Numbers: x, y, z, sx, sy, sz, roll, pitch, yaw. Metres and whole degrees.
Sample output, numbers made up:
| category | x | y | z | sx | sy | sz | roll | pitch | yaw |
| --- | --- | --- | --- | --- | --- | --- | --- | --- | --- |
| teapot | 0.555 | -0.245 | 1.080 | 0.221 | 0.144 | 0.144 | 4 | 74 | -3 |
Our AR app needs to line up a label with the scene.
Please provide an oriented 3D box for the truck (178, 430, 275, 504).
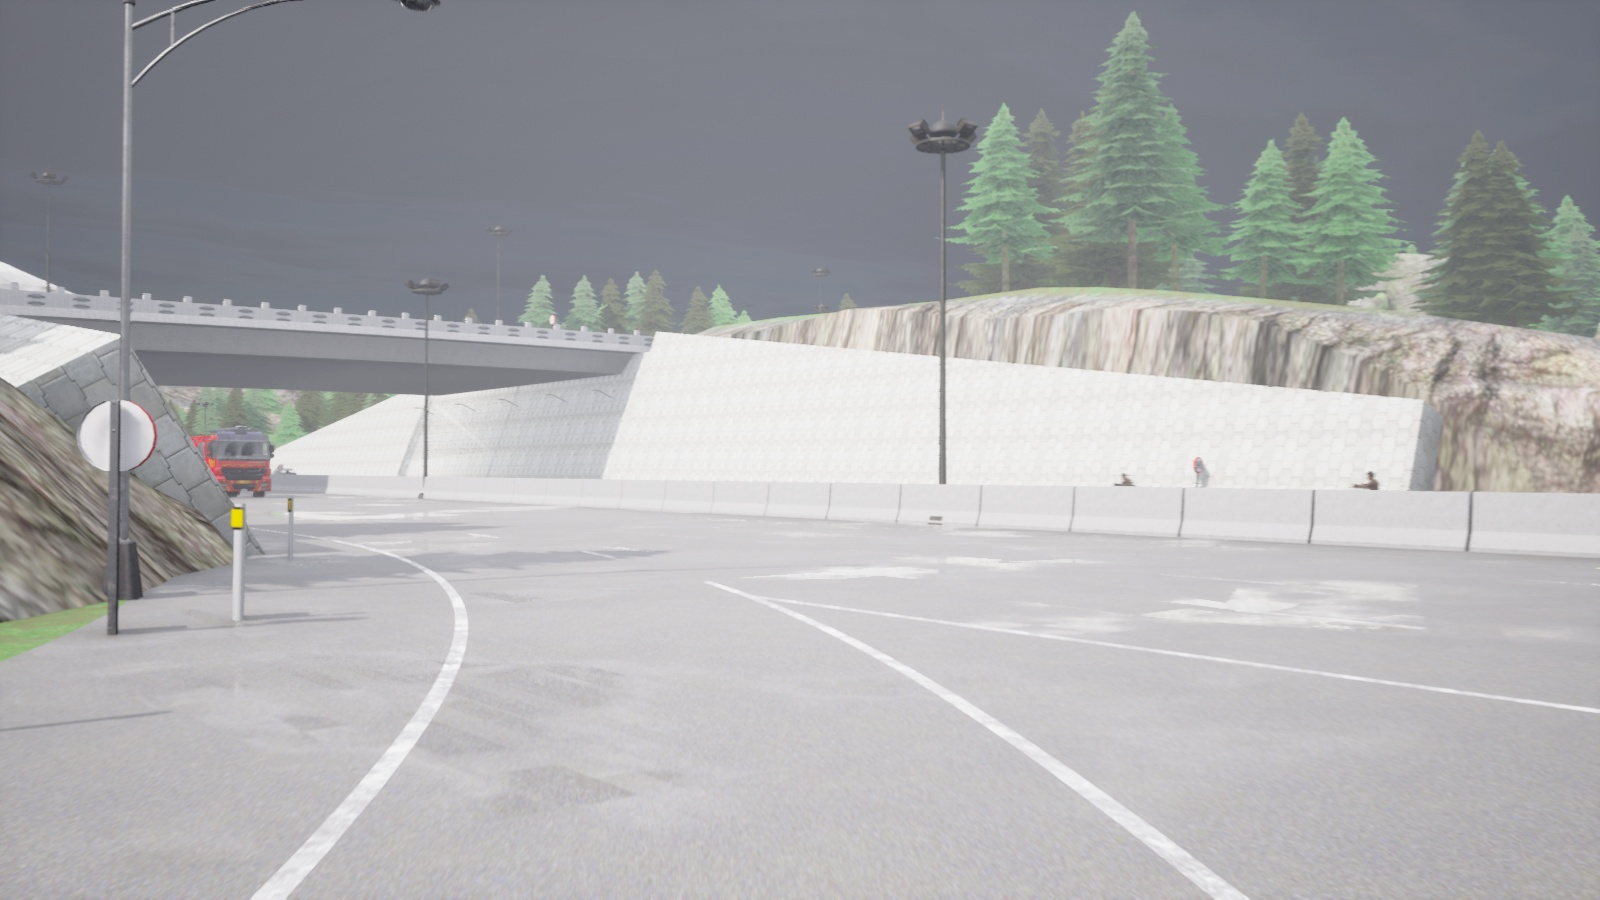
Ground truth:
| category | x | y | z | sx | sy | sz | roll | pitch | yaw |
| --- | --- | --- | --- | --- | --- | --- | --- | --- | --- |
| truck | -31.602 | 0.954 | 68.962 | 2.891 | 3.827 | 8.468 | 0 | -1 | -38 |
